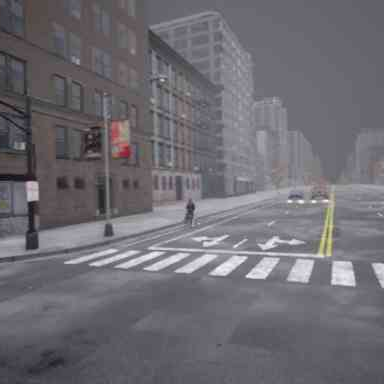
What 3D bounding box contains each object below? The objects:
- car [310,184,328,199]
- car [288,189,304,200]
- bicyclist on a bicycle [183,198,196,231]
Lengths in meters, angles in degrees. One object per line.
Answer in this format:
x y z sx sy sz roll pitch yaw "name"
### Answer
18.522 -0.057 48.307 2.150 2.045 5.566 -2 1 23 "car"
15.556 0.282 49.618 1.882 1.535 5.008 -2 1 23 "car"
-0.155 1.239 18.584 0.659 1.776 1.843 -2 1 23 "bicyclist on a bicycle"
